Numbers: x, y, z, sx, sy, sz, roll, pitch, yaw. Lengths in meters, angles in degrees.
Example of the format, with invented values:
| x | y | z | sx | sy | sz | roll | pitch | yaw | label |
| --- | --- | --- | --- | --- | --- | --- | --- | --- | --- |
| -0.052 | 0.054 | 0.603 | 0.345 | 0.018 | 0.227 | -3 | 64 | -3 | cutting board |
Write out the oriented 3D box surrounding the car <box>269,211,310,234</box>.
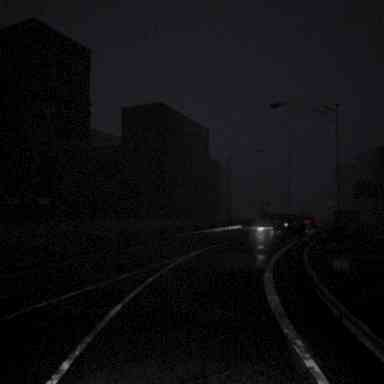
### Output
| x | y | z | sx | sy | sz | roll | pitch | yaw | label |
| --- | --- | --- | --- | --- | --- | --- | --- | --- | --- |
| 7.464 | 2.387 | 25.250 | 1.994 | 1.385 | 4.181 | -1 | -4 | 25 | car |

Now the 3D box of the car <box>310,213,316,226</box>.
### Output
| x | y | z | sx | sy | sz | roll | pitch | yaw | label |
| --- | --- | --- | --- | --- | --- | --- | --- | --- | --- |
| 13.444 | 3.177 | 39.293 | 1.837 | 1.490 | 4.892 | -1 | -3 | 22 | car |

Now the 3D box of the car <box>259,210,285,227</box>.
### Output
| x | y | z | sx | sy | sz | roll | pitch | yaw | label |
| --- | --- | --- | --- | --- | --- | --- | --- | --- | --- |
| 8.397 | 2.910 | 35.360 | 1.837 | 1.490 | 4.892 | -1 | -4 | 23 | car |

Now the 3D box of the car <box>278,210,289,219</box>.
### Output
| x | y | z | sx | sy | sz | roll | pitch | yaw | label |
| --- | --- | --- | --- | --- | --- | --- | --- | --- | --- |
| 20.833 | 5.194 | 75.997 | 2.150 | 2.045 | 5.566 | -1 | -5 | 12 | car |
